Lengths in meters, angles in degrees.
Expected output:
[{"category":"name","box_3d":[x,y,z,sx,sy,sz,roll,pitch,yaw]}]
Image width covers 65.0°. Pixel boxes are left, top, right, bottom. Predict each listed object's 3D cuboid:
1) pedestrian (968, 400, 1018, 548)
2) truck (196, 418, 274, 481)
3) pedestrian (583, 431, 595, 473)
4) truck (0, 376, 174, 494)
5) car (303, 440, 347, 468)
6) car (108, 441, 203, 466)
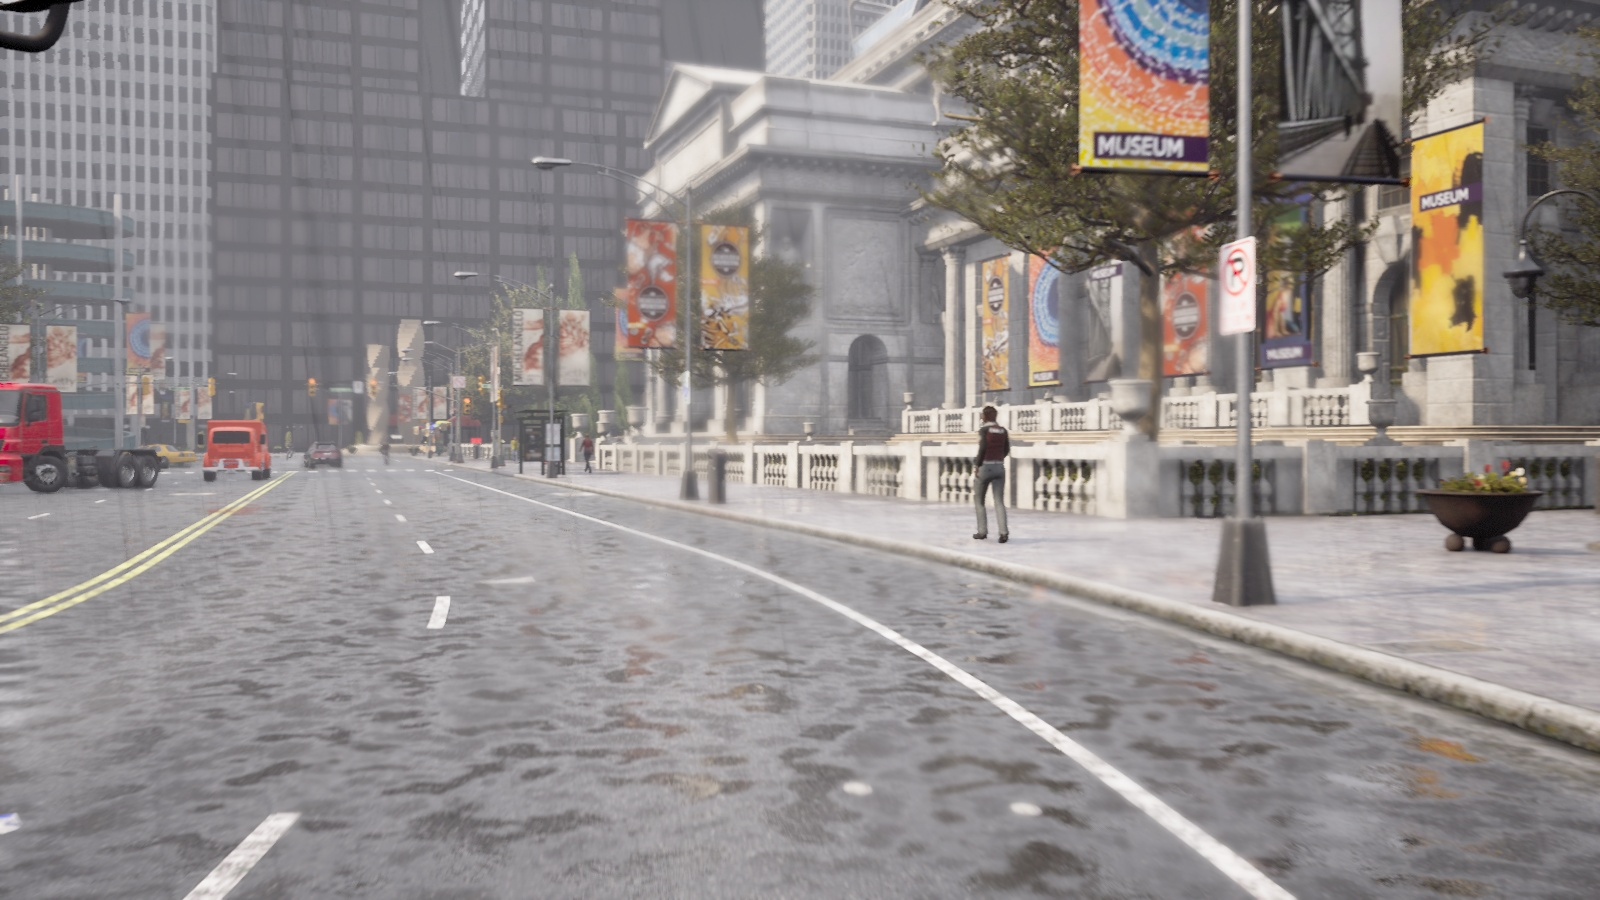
[{"category":"pedestrian","box_3d":[2.569,0.309,16.742,0.402,1.930,0.666,0,0,-18]},{"category":"truck","box_3d":[-23.553,-0.035,52.548,2.627,2.467,5.204,0,0,-20]},{"category":"pedestrian","box_3d":[-9.337,0.089,55.596,0.331,1.846,0.636,0,0,-27]},{"category":"truck","box_3d":[-24.126,-0.465,40.860,2.891,3.462,7.936,0,0,6]},{"category":"car","box_3d":[-29.358,0.238,77.529,2.033,1.649,4.856,0,0,-27]},{"category":"car","box_3d":[-41.960,0.223,81.756,5.366,1.575,1.801,0,0,5]}]
